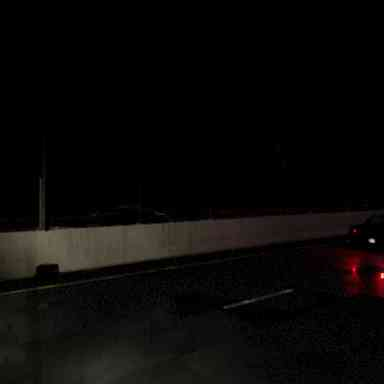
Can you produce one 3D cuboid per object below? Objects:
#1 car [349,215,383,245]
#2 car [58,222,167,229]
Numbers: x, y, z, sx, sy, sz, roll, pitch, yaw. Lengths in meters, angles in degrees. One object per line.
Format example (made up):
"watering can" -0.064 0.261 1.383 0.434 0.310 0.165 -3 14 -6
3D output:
"car" 8.919 1.629 14.320 4.718 1.301 1.895 0 0 -34
"car" -3.301 1.515 14.508 4.892 1.490 1.837 0 0 -35
